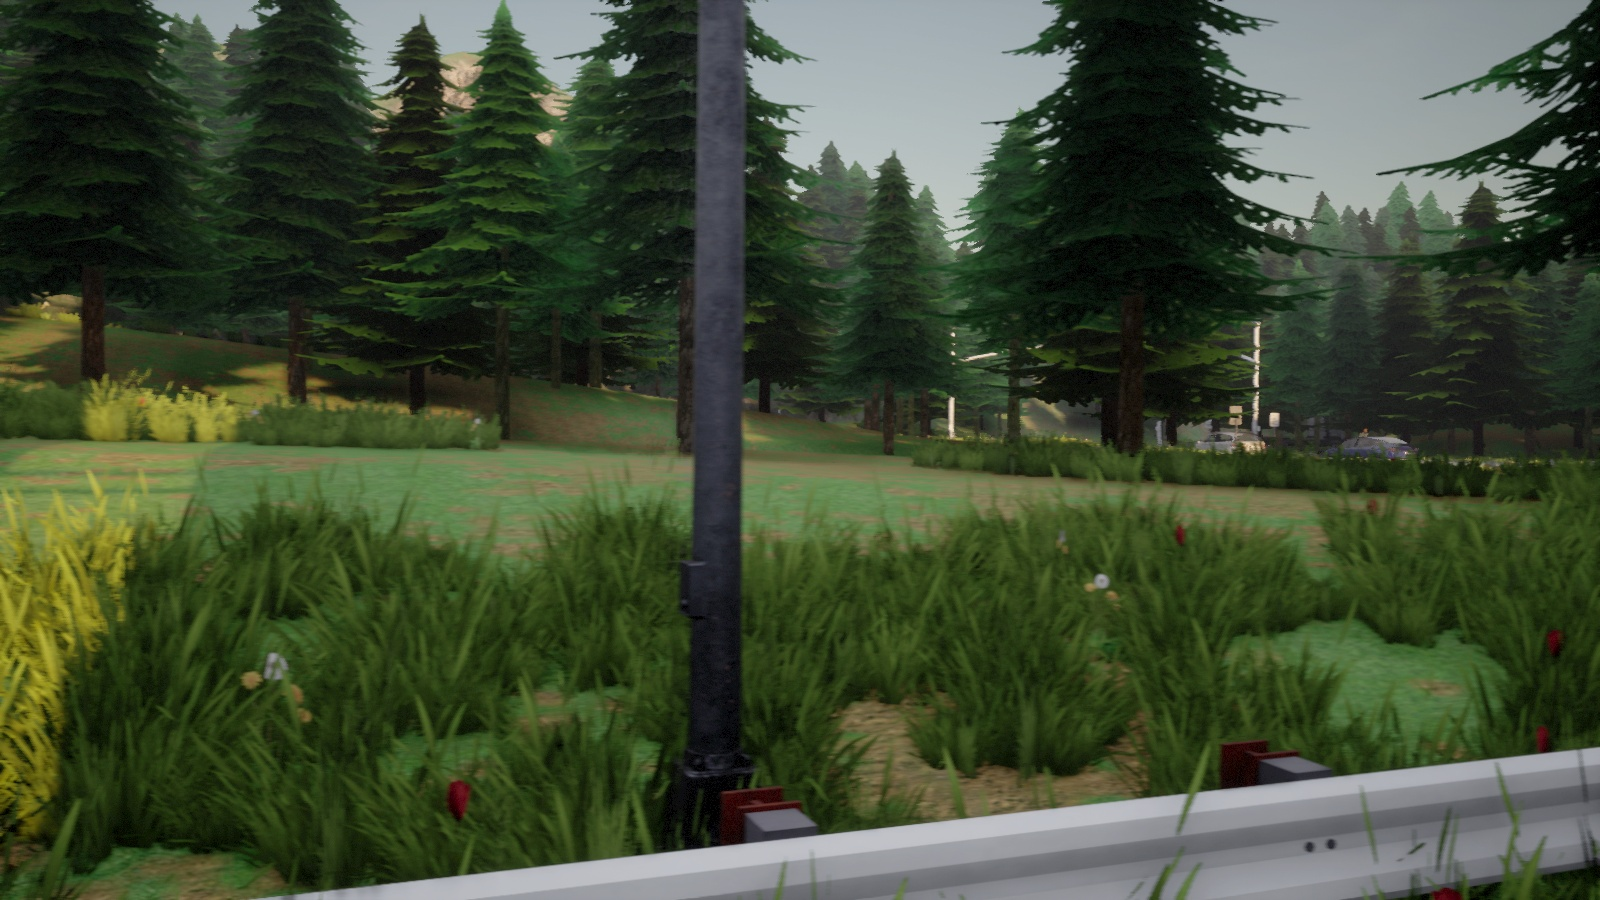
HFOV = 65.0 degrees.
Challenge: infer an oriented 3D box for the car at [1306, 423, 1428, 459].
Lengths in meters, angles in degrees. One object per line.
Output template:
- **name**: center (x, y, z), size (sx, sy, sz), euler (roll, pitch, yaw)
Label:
- **car**: center (24.971, -0.402, 55.473), size (2.163, 1.488, 4.792), euler (-1, 1, -20)

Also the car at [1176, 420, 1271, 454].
- **car**: center (21.724, -0.670, 64.550), size (2.242, 1.667, 4.611), euler (-1, 1, -20)
